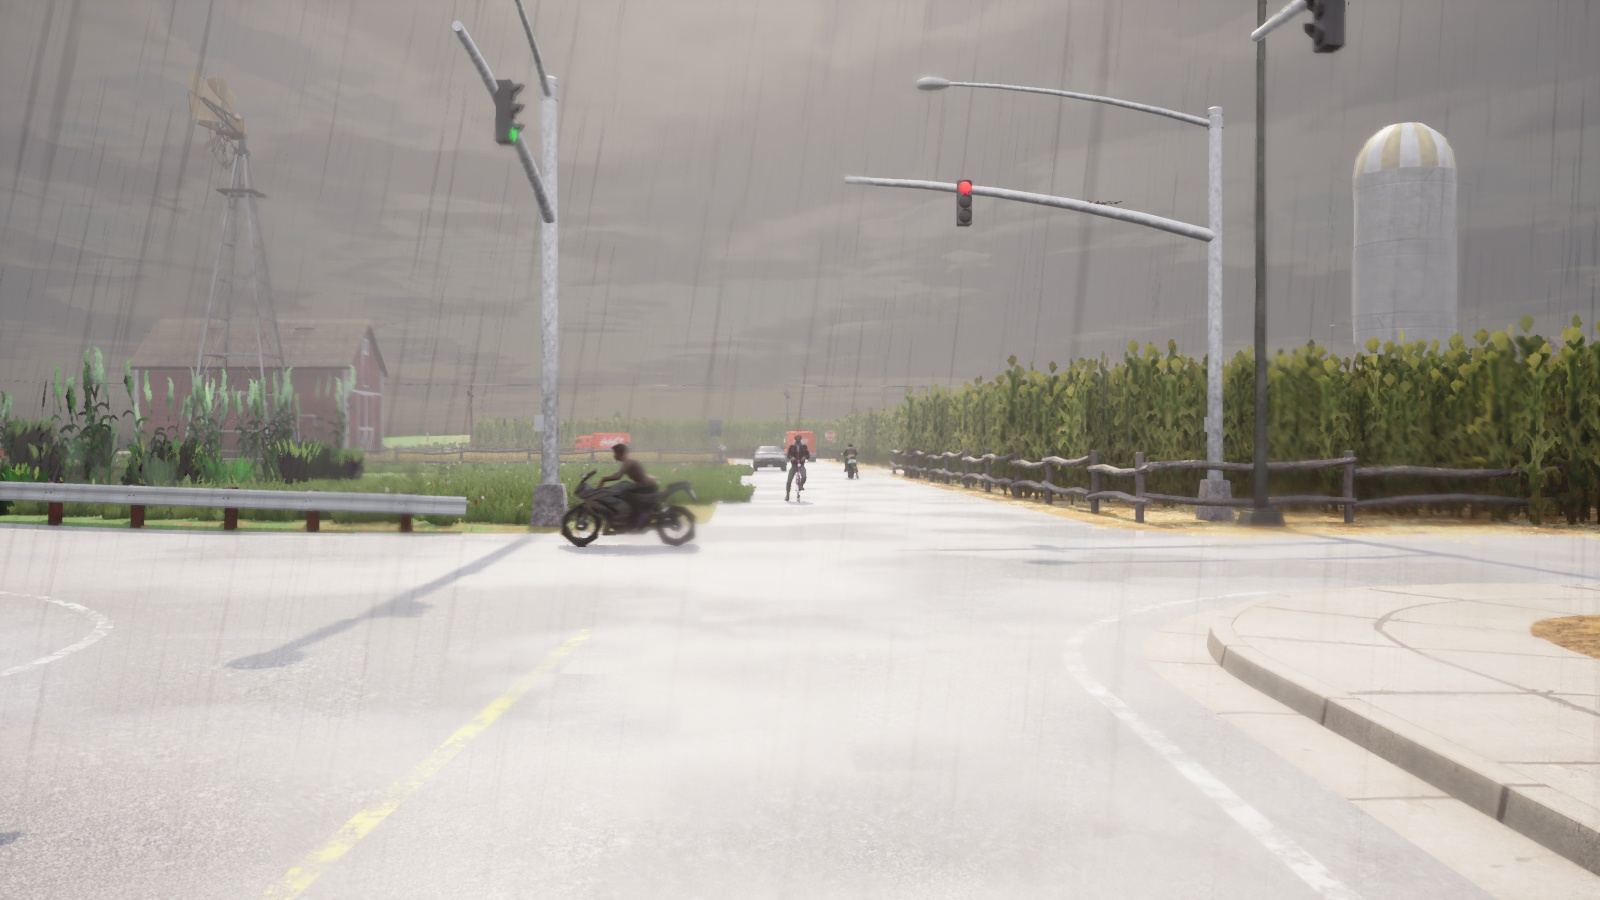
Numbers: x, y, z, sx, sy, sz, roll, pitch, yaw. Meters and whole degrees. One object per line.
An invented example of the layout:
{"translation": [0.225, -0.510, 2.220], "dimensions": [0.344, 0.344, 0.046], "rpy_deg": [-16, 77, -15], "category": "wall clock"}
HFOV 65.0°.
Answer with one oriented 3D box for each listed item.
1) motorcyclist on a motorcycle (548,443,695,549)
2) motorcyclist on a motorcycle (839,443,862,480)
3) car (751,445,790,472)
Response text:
{"translation": [-2.589, 0.658, 18.387], "dimensions": [2.044, 1.523, 0.797], "rpy_deg": [0, 0, 0], "category": "motorcyclist on a motorcycle"}
{"translation": [2.136, 0.466, 52.930], "dimensions": [0.797, 1.523, 2.044], "rpy_deg": [0, 0, -3], "category": "motorcyclist on a motorcycle"}
{"translation": [-1.656, 0.442, 68.320], "dimensions": [2.033, 1.411, 5.357], "rpy_deg": [0, 0, -3], "category": "car"}
